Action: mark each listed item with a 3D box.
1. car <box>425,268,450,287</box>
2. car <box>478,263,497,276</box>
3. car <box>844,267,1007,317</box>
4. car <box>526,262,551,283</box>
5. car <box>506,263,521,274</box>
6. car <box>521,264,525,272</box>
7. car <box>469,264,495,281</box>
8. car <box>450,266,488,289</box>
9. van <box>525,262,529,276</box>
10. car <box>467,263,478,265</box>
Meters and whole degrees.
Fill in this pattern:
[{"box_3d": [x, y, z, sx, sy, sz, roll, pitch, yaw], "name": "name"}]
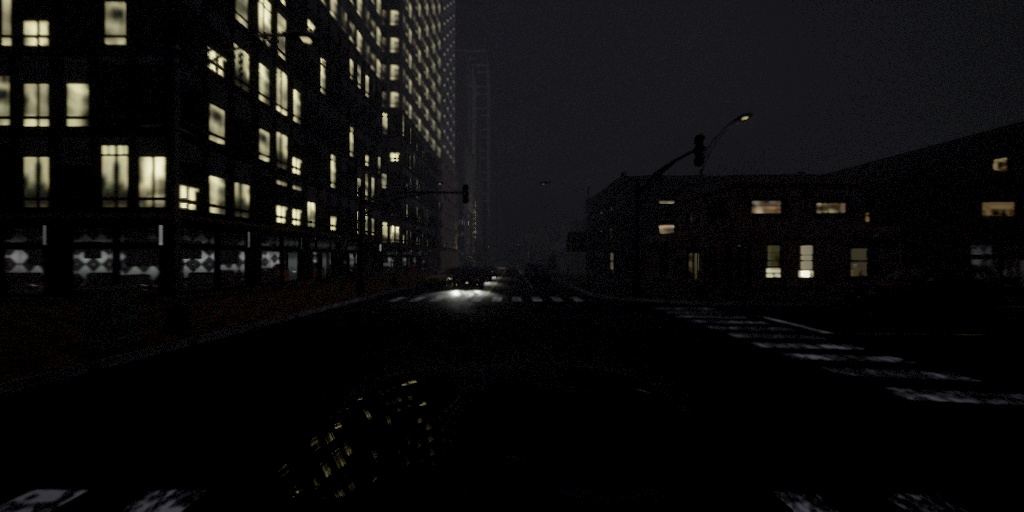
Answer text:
[{"box_3d": [-5.819, 1.686, 28.981, 1.751, 1.417, 4.829, 0, 0, 0], "name": "car"}, {"box_3d": [-3.073, 1.939, 47.287, 1.837, 1.490, 4.892, 0, -1, 0], "name": "car"}, {"box_3d": [16.522, 1.361, 14.450, 5.009, 1.841, 2.192, 0, 0, 1], "name": "car"}, {"box_3d": [2.701, 1.684, 34.737, 1.967, 1.591, 4.097, 0, 0, 0], "name": "car"}, {"box_3d": [0.020, 2.146, 57.243, 1.994, 1.385, 4.181, 0, -1, 0], "name": "car"}, {"box_3d": [2.705, 1.728, 46.024, 2.192, 1.841, 5.009, 0, 0, 0], "name": "car"}, {"box_3d": [-3.086, 1.834, 36.422, 1.994, 1.385, 4.181, 0, -1, 0], "name": "car"}, {"box_3d": [-3.093, 1.686, 26.570, 1.994, 1.385, 4.181, 0, -1, 0], "name": "car"}, {"box_3d": [2.703, 1.670, 40.381, 1.690, 1.789, 3.998, 0, 0, 0], "name": "van"}, {"box_3d": [-5.642, 1.981, 46.082, 1.948, 1.339, 4.313, 0, 0, 0], "name": "car"}]
